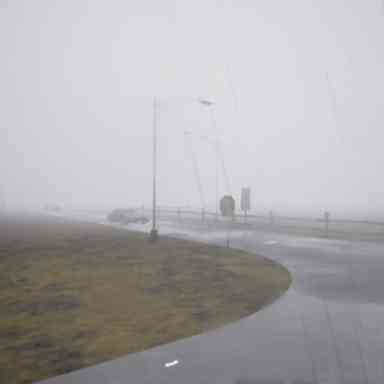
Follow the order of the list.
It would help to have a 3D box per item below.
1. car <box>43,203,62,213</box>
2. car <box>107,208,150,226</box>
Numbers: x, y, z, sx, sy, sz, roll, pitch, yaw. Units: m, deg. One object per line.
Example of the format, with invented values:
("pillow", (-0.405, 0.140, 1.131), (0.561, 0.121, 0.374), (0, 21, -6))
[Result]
("car", (-21.133, 2.383, 50.404), (1.895, 1.301, 4.718), (1, -1, -35))
("car", (-5.614, 2.055, 28.599), (2.033, 1.411, 5.357), (1, -1, -35))
